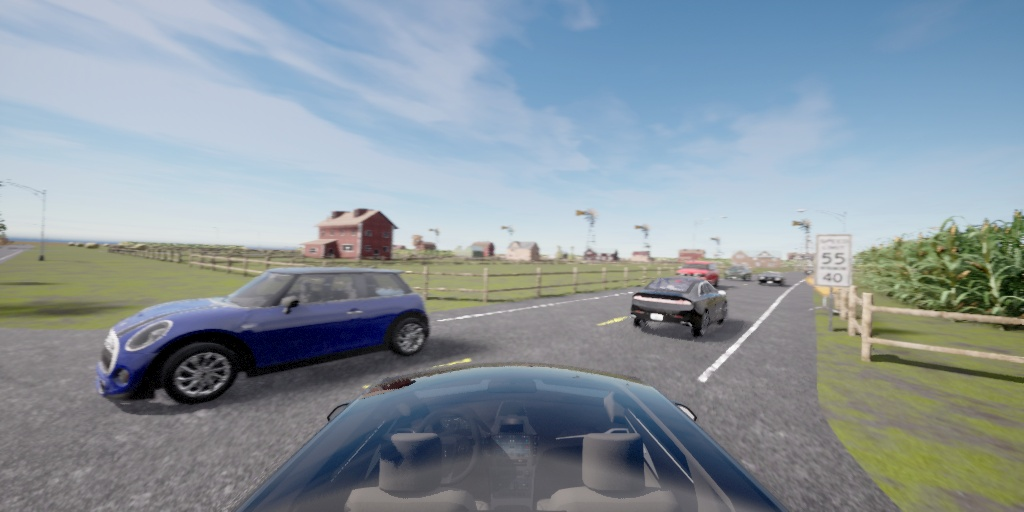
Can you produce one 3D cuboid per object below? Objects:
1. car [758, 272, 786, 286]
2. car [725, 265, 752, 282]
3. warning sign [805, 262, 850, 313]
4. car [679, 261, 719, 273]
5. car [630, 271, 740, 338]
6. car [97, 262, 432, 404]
[{"bbox_3d":[25.368,2.163,34.891,1.895,1.301,4.718,2,0,41],"label":"car"},{"bbox_3d":[25.796,1.841,40.873,2.097,1.767,4.553,2,0,41],"label":"car"},{"bbox_3d":[12.580,1.277,14.430,1.300,1.860,1.060,0,0,40],"label":"warning sign"},{"bbox_3d":[14.384,1.426,27.703,2.150,2.045,5.566,2,0,40],"label":"car"},{"bbox_3d":[5.306,1.411,11.116,2.128,1.511,4.902,2,0,40],"label":"car"},{"bbox_3d":[-3.717,0.970,6.231,2.097,1.767,4.553,2,0,41],"label":"car"}]
